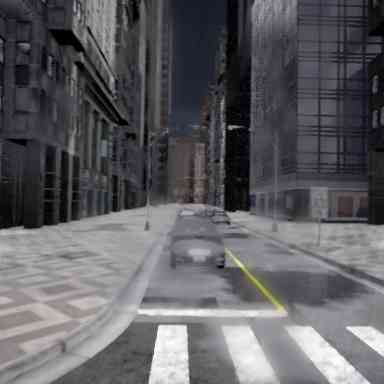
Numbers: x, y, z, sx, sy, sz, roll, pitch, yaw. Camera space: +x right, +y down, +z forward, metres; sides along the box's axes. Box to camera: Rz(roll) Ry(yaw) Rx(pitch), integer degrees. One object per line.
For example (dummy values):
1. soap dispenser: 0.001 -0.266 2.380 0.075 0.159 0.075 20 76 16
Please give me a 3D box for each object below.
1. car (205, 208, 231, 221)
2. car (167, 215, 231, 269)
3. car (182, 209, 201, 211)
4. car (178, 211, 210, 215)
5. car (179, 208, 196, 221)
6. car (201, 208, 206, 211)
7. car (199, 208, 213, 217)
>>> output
1. car: 2.767 2.629 33.734 1.994 1.385 4.181 1 -2 -1
2. car: 0.153 1.869 12.690 2.128 1.511 4.902 1 -2 -2
3. car: -0.358 2.476 31.836 1.812 1.442 4.674 1 -2 -1
4. car: -0.093 2.218 21.861 1.994 1.385 4.181 1 -2 -2
5. car: -0.591 2.800 41.824 1.994 1.385 4.181 1 -2 -1
6. car: 2.512 2.836 43.617 2.128 1.511 4.902 1 -2 -2
7. car: 2.246 3.195 52.908 1.895 1.301 4.718 1 -2 -2
